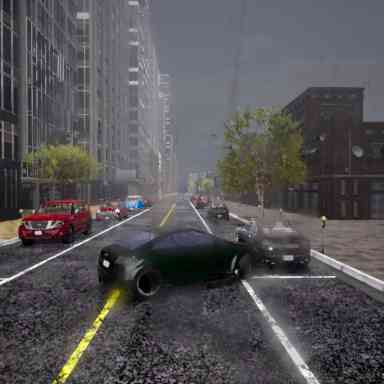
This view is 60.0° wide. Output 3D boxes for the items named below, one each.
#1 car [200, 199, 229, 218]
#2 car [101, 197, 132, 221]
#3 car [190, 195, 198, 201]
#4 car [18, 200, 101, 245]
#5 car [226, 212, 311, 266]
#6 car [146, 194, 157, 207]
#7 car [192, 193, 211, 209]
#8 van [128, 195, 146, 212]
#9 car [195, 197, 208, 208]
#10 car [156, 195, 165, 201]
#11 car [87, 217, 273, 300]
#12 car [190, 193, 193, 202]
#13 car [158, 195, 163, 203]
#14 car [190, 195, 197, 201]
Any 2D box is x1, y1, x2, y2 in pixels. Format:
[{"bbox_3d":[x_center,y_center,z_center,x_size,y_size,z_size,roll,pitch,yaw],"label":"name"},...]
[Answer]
[{"bbox_3d":[2.009,1.543,27.034,2.008,1.369,4.403,-1,0,-2],"label":"car"},{"bbox_3d":[-6.394,1.432,26.829,1.967,1.590,4.097,-1,0,-2],"label":"car"},{"bbox_3d":[0.513,1.537,83.095,1.947,1.339,4.313,-1,0,-2],"label":"car"},{"bbox_3d":[-6.193,1.310,15.761,2.192,1.841,5.009,-1,0,-2],"label":"car"},{"bbox_3d":[2.547,1.548,11.175,2.008,1.369,4.403,-1,0,-2],"label":"car"},{"bbox_3d":[-6.989,1.299,49.688,2.192,1.841,5.009,-1,0,-2],"label":"car"},{"bbox_3d":[1.535,1.301,44.367,2.192,1.841,5.009,-1,0,-2],"label":"car"},{"bbox_3d":[-6.696,1.329,38.622,1.690,1.788,3.998,-1,0,-2],"label":"van"},{"bbox_3d":[1.387,1.509,50.070,1.752,1.417,4.829,-1,0,-2],"label":"car"},{"bbox_3d":[-7.861,1.497,82.715,1.752,1.417,4.829,-1,0,-2],"label":"car"},{"bbox_3d":[-0.218,1.557,8.458,4.181,1.385,1.994,0,0,-33],"label":"car"},{"bbox_3d":[0.802,1.291,72.030,2.192,1.841,5.009,-1,0,-2],"label":"car"},{"bbox_3d":[-7.425,1.522,66.287,1.887,1.381,4.507,-1,0,-2],"label":"car"},{"bbox_3d":[0.367,1.551,88.628,1.802,1.307,4.206,-1,0,-2],"label":"car"}]
